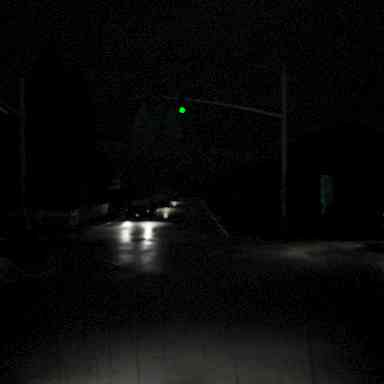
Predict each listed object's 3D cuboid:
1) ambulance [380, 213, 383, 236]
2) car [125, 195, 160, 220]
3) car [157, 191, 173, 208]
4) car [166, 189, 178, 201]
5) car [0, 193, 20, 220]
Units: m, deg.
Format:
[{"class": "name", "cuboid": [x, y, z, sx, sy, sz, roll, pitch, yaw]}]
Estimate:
[{"class": "ambulance", "cuboid": [9.780, 0.711, 10.997, 6.366, 2.431, 2.351, 0, 1, -1]}, {"class": "car", "cuboid": [-3.683, 1.237, 24.661, 1.812, 1.442, 4.674, 0, 1, 0]}, {"class": "car", "cuboid": [-3.724, 1.011, 39.846, 1.882, 1.535, 5.008, 0, 0, 0]}, {"class": "car", "cuboid": [-3.704, 0.527, 58.173, 2.150, 2.045, 5.566, 0, 1, 0]}, {"class": "car", "cuboid": [-14.616, 1.019, 25.078, 1.905, 1.878, 3.866, 0, 1, -1]}]
